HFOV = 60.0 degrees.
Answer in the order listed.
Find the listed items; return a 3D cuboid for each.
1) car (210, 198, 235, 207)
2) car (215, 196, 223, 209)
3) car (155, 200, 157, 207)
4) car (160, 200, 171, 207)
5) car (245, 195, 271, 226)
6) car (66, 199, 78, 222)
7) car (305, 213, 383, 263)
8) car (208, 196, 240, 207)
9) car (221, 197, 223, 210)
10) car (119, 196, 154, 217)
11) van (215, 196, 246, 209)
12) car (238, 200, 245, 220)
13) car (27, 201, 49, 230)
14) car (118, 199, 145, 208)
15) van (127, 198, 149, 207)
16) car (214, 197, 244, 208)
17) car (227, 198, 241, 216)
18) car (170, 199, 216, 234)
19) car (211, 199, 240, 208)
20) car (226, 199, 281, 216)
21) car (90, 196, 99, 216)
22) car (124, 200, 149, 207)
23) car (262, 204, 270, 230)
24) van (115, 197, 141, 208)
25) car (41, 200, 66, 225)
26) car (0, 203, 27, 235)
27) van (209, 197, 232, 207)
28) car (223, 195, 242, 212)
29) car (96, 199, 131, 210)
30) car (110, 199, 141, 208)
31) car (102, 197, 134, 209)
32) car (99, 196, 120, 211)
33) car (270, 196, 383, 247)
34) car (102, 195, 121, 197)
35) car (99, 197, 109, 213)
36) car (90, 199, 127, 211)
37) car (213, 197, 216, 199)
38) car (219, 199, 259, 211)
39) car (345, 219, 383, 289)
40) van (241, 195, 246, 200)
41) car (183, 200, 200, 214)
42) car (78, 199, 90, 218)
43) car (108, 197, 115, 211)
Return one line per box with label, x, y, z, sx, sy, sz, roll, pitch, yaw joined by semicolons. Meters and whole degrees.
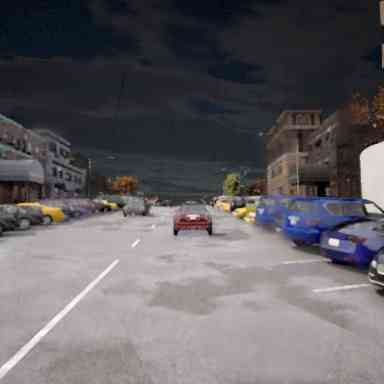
car;6.215;2.140;67.434;4.553;1.767;2.185;1;-2;-20
car;6.018;1.658;40.427;5.366;1.575;1.946;1;-1;-20
car;-11.582;2.756;78.568;4.892;1.521;2.231;0;-3;-20
car;-5.195;2.461;71.956;2.033;1.411;5.357;0;-2;0
car;6.358;1.286;19.549;5.566;2.045;2.435;1;0;-20
car;-11.506;1.408;25.801;4.553;1.767;2.185;-1;0;-20
car;6.348;1.550;10.514;4.792;1.488;2.163;1;0;-20
car;6.155;1.922;64.418;5.566;2.045;2.435;1;-2;-20
car;6.377;1.630;37.564;5.366;1.575;1.946;1;-1;-20
car;-5.253;1.444;31.983;2.097;1.767;4.553;0;0;0
van;6.057;1.640;52.420;4.442;1.987;1.878;1;-1;-20
car;6.132;1.537;22.466;5.366;1.575;1.946;1;0;-20
car;-11.474;1.519;19.922;4.892;1.521;2.231;-1;0;-20
car;-11.645;2.204;63.929;4.674;1.452;2.002;0;-2;-20
van;-11.723;2.240;72.687;4.442;1.987;1.878;0;-2;-20
car;6.132;1.810;55.449;4.553;1.767;2.185;1;-2;-20
car;6.083;1.556;28.458;5.366;1.575;1.946;1;0;-20
car;0.029;1.392;19.517;2.097;1.767;4.553;0;0;0
car;6.195;2.119;61.448;4.792;1.488;2.163;1;-2;-20
car;6.394;1.600;34.572;5.366;1.575;1.946;1;-1;-20
car;-11.548;1.440;31.667;4.553;1.767;2.185;-1;0;-20
car;-11.596;2.380;69.799;4.792;1.488;2.163;0;-2;-20
car;6.339;1.532;16.533;4.892;1.521;2.231;1;0;-20
van;-11.759;1.854;60.961;4.442;1.987;1.878;0;-1;-20
car;-11.503;1.525;22.859;5.008;1.535;2.097;-1;0;-20
car;-11.448;1.512;16.989;4.892;1.521;2.231;-1;0;-21
van;6.083;2.139;70.378;4.442;1.987;1.878;1;-3;-20
car;6.264;1.327;31.530;5.566;2.045;2.435;1;-1;-20
car;-11.642;1.804;49.264;4.892;1.521;2.231;0;-1;-20
car;-11.657;2.001;58.062;5.008;1.535;2.097;0;-2;-20
car;-11.622;1.736;52.205;4.553;1.767;2.185;0;-1;-20
car;-11.797;1.654;40.400;5.366;1.575;1.946;-1;0;-20
car;6.368;1.275;13.530;5.566;2.045;2.435;1;0;-20
car;-11.664;1.449;43.385;5.566;2.045;2.435;-1;-1;-20
car;-11.588;1.589;34.597;5.008;1.535;2.097;-1;0;-20
car;-11.636;1.747;46.327;4.892;1.521;2.231;-1;-1;-20
car;5.993;1.803;49.399;5.366;1.575;1.946;1;-1;-20
car;6.152;1.737;43.469;4.792;1.488;2.163;1;-1;-20
car;6.307;1.515;7.494;4.892;1.521;2.231;1;0;-19
van;6.392;1.326;25.572;4.442;1.987;1.878;1;-1;-20
car;-0.089;1.660;37.319;1.812;1.442;4.674;0;-1;0
car;-11.561;1.587;28.733;4.674;1.452;2.002;-1;-1;-20
car;-11.616;1.621;37.528;5.008;1.535;2.097;-1;-1;-20
